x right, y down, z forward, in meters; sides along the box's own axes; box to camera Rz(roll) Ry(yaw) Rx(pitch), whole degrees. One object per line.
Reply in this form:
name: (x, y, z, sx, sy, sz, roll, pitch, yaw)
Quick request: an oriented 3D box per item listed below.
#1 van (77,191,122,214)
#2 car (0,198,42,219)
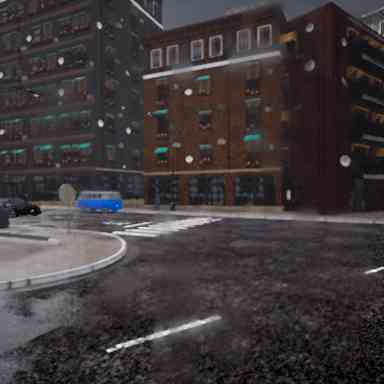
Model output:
van: (-7.819, 0.850, 28.113, 3.998, 1.788, 1.690, 1, 0, 25)
car: (-12.980, 1.105, 24.115, 4.181, 1.385, 1.994, 1, 1, 25)
